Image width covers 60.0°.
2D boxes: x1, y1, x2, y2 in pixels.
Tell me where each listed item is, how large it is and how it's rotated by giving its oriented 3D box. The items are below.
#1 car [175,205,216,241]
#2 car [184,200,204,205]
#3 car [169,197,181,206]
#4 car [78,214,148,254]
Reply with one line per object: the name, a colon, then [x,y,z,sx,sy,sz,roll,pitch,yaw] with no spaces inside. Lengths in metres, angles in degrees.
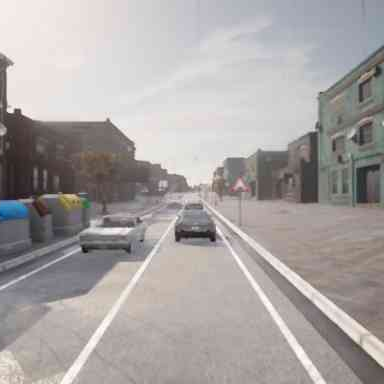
car: [0.160,1.594,16.953,1.994,1.385,4.181,0,0,0]
car: [0.224,1.558,34.461,2.128,1.511,4.902,0,-1,0]
car: [-2.851,1.627,55.820,1.812,1.442,4.674,0,0,1]
car: [-3.059,1.622,13.702,1.895,1.301,4.718,0,0,0]
